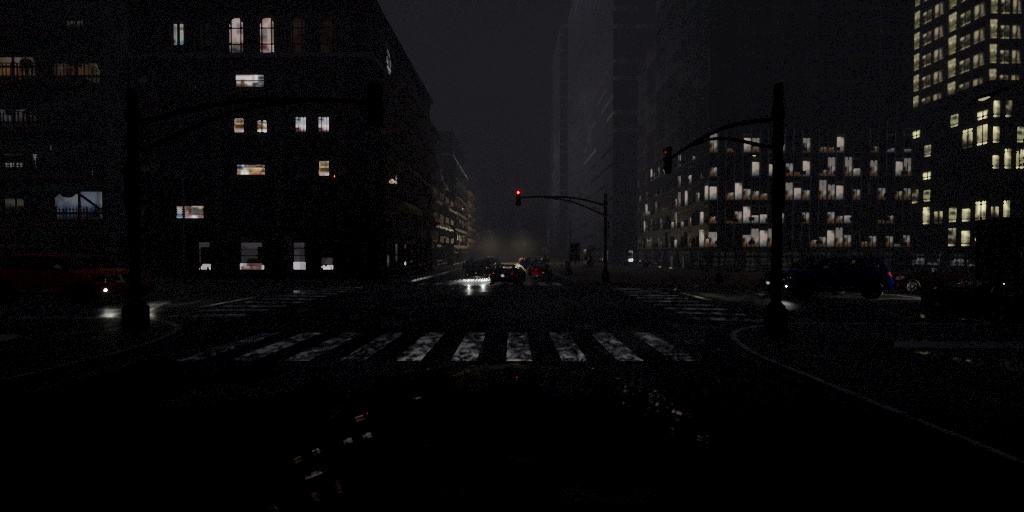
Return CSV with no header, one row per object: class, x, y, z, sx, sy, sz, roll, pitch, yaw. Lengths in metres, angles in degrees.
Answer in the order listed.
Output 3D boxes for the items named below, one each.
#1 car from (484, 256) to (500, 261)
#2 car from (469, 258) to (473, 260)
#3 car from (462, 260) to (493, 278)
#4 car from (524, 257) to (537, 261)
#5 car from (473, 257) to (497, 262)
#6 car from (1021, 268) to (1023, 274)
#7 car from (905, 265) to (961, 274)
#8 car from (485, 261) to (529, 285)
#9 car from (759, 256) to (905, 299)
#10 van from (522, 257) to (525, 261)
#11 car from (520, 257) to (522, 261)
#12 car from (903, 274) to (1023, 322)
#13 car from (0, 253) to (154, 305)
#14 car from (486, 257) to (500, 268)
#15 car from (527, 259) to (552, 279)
car,-3.127,1.054,50.808,2.097,1.767,4.553,0,0,0
car,-5.732,1.270,49.393,1.948,1.339,4.313,0,0,0
car,-3.117,1.290,32.834,1.994,1.385,4.181,0,0,0
car,2.625,1.159,38.141,1.967,1.591,4.097,0,0,0
car,-3.132,1.220,41.572,1.837,1.490,4.892,0,0,0
car,25.746,1.336,17.990,4.902,1.511,2.128,0,1,1
car,23.357,1.230,20.754,4.097,1.591,1.967,0,0,1
car,-0.255,1.298,26.115,1.994,1.385,4.181,0,0,11
car,15.725,1.020,18.117,5.566,2.045,2.150,0,1,1
van,2.616,1.045,49.433,1.690,1.789,3.998,0,0,0
car,2.610,1.240,55.079,1.888,1.381,4.507,0,0,0
car,16.705,1.445,12.200,4.403,1.370,2.007,0,0,1
car,-18.851,0.910,15.358,5.566,2.045,2.150,0,1,1
car,-3.112,1.037,60.716,2.097,1.767,4.553,0,0,0
car,2.630,1.272,32.495,1.888,1.381,4.507,0,0,0
